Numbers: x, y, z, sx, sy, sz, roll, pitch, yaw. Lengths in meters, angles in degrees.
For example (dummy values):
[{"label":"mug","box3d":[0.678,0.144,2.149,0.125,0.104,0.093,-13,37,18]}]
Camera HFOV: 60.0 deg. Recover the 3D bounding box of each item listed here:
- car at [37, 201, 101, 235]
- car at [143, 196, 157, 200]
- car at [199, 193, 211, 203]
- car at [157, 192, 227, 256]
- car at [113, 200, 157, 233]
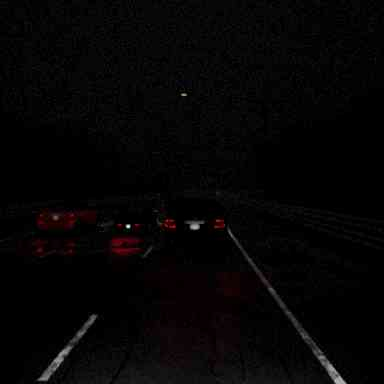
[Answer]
[{"label":"car","box3d":[-6.603,1.276,18.399,2.097,1.767,4.553,0,0,2]},{"label":"car","box3d":[-5.447,1.249,45.882,1.882,1.535,5.008,0,0,3]},{"label":"car","box3d":[2.423,1.019,60.568,2.097,1.767,4.553,0,0,4]},{"label":"car","box3d":[0.153,1.160,13.031,2.150,2.045,5.566,0,0,1]},{"label":"car","box3d":[-3.091,1.422,18.937,1.837,1.490,4.892,0,1,2]}]
